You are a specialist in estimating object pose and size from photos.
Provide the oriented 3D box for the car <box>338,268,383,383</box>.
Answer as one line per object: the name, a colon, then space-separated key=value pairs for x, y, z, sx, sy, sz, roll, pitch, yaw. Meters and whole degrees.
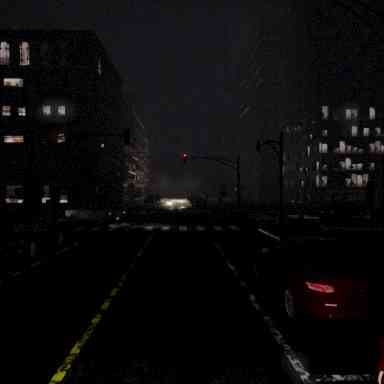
car: x=2.649 y=1.544 z=1.403 sx=1.887 sy=1.381 sz=4.507 roll=-1 pitch=0 yaw=-2

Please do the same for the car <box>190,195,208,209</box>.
car: x=1.132 y=1.513 z=45.021 sx=1.887 sy=1.381 sz=4.507 roll=-1 pitch=0 yaw=-2

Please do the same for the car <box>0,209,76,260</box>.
car: x=-6.105 y=1.546 z=12.236 sx=2.008 sy=1.369 sz=4.403 roll=-1 pitch=0 yaw=-2

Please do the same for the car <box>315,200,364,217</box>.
car: x=14.084 y=1.543 z=31.078 sx=4.892 sy=1.490 sz=1.837 roll=0 pitch=1 yaw=-1

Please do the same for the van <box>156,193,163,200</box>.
van: x=-8.747 y=1.229 z=89.847 sx=1.690 sy=1.788 sz=3.998 roll=-1 pitch=0 yaw=-2

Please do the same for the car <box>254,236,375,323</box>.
car: x=2.460 y=1.579 z=6.981 sx=1.802 sy=1.307 sz=4.206 roll=-1 pitch=0 yaw=-2

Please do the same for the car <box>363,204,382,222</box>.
car: x=15.886 y=1.690 z=25.198 sx=4.403 sy=1.369 sz=2.008 roll=0 pitch=1 yaw=-1

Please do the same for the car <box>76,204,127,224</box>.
car: x=-7.178 y=1.590 z=24.934 sx=4.718 sy=1.301 sz=1.895 roll=0 pitch=0 yaw=31

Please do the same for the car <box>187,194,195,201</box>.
car: x=-0.206 y=1.341 z=84.519 sx=1.967 sy=1.590 sz=4.097 roll=-1 pitch=0 yaw=-2

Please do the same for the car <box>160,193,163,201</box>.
car: x=-8.361 y=1.458 z=78.560 sx=1.887 sy=1.381 sz=4.507 roll=-1 pitch=0 yaw=-2

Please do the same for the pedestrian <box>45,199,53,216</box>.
pedestrian: x=-7.930 y=1.286 z=18.449 sx=0.375 sy=1.860 sz=0.375 roll=-1 pitch=1 yaw=-2

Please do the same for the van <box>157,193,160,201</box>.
van: x=-7.980 y=1.276 z=67.275 sx=1.690 sy=1.788 sz=3.998 roll=-1 pitch=0 yaw=-2

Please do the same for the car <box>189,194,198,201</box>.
car: x=0.939 y=1.401 z=50.664 sx=1.967 sy=1.590 sz=4.097 roll=-1 pitch=0 yaw=-2

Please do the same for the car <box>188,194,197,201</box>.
car: x=-0.020 y=1.353 z=78.876 sx=1.967 sy=1.590 sz=4.097 roll=-1 pitch=0 yaw=-2

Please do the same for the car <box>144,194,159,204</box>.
car: x=-7.785 y=1.510 z=61.632 sx=1.947 sy=1.339 sz=4.313 roll=-1 pitch=0 yaw=-2
